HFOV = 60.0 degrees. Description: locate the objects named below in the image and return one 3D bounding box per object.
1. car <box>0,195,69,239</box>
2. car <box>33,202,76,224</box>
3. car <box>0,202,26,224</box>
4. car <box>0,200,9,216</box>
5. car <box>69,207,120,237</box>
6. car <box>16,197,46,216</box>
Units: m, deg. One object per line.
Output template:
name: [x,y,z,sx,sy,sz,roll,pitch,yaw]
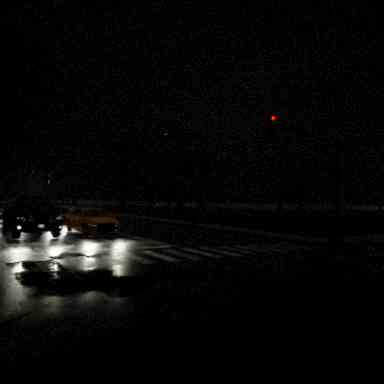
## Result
car: [-8.644,1.240,17.858,2.150,2.045,5.566,4,-2,-35]
car: [-11.277,1.663,27.113,2.128,1.511,4.902,4,-2,-35]
car: [-14.197,1.531,25.594,1.812,1.442,4.674,4,-2,-35]
car: [-20.006,1.558,33.764,1.994,1.385,4.181,4,-2,-36]
car: [-5.923,1.661,19.612,1.882,1.535,5.008,4,-2,-35]
car: [-17.186,1.513,35.417,2.097,1.767,4.553,4,-2,-35]
